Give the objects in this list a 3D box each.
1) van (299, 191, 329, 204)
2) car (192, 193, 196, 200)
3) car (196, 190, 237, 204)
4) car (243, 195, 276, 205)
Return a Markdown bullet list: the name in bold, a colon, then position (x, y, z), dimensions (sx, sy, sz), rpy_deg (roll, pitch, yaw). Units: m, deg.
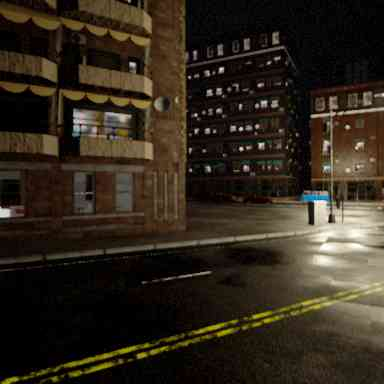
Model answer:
- **van**: position (17.519, 0.781, 47.543), dimensions (3.998, 1.788, 1.690), rpy_deg (1, 0, 27)
- **car**: position (2.449, 0.519, 55.182), dimensions (5.009, 1.841, 2.192), rpy_deg (1, 0, 27)
- **car**: position (3.592, 0.682, 45.208), dimensions (5.009, 1.841, 2.192), rpy_deg (1, 0, 27)
- **car**: position (8.611, 1.027, 42.661), dimensions (4.206, 1.307, 1.802), rpy_deg (1, 0, 27)
